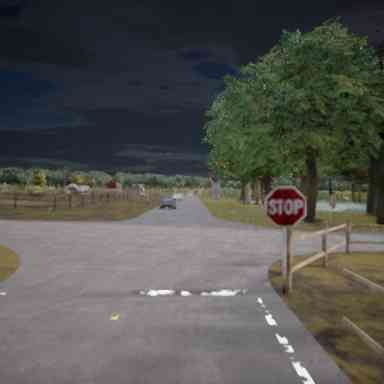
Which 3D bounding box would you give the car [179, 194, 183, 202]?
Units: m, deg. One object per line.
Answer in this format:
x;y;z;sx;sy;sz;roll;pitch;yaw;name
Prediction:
-2.828;1.050;64.163;1.812;1.442;4.674;0;0;0;car

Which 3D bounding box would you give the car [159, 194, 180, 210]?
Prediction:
-2.798;1.345;39.252;2.033;1.411;5.357;0;0;0;car
